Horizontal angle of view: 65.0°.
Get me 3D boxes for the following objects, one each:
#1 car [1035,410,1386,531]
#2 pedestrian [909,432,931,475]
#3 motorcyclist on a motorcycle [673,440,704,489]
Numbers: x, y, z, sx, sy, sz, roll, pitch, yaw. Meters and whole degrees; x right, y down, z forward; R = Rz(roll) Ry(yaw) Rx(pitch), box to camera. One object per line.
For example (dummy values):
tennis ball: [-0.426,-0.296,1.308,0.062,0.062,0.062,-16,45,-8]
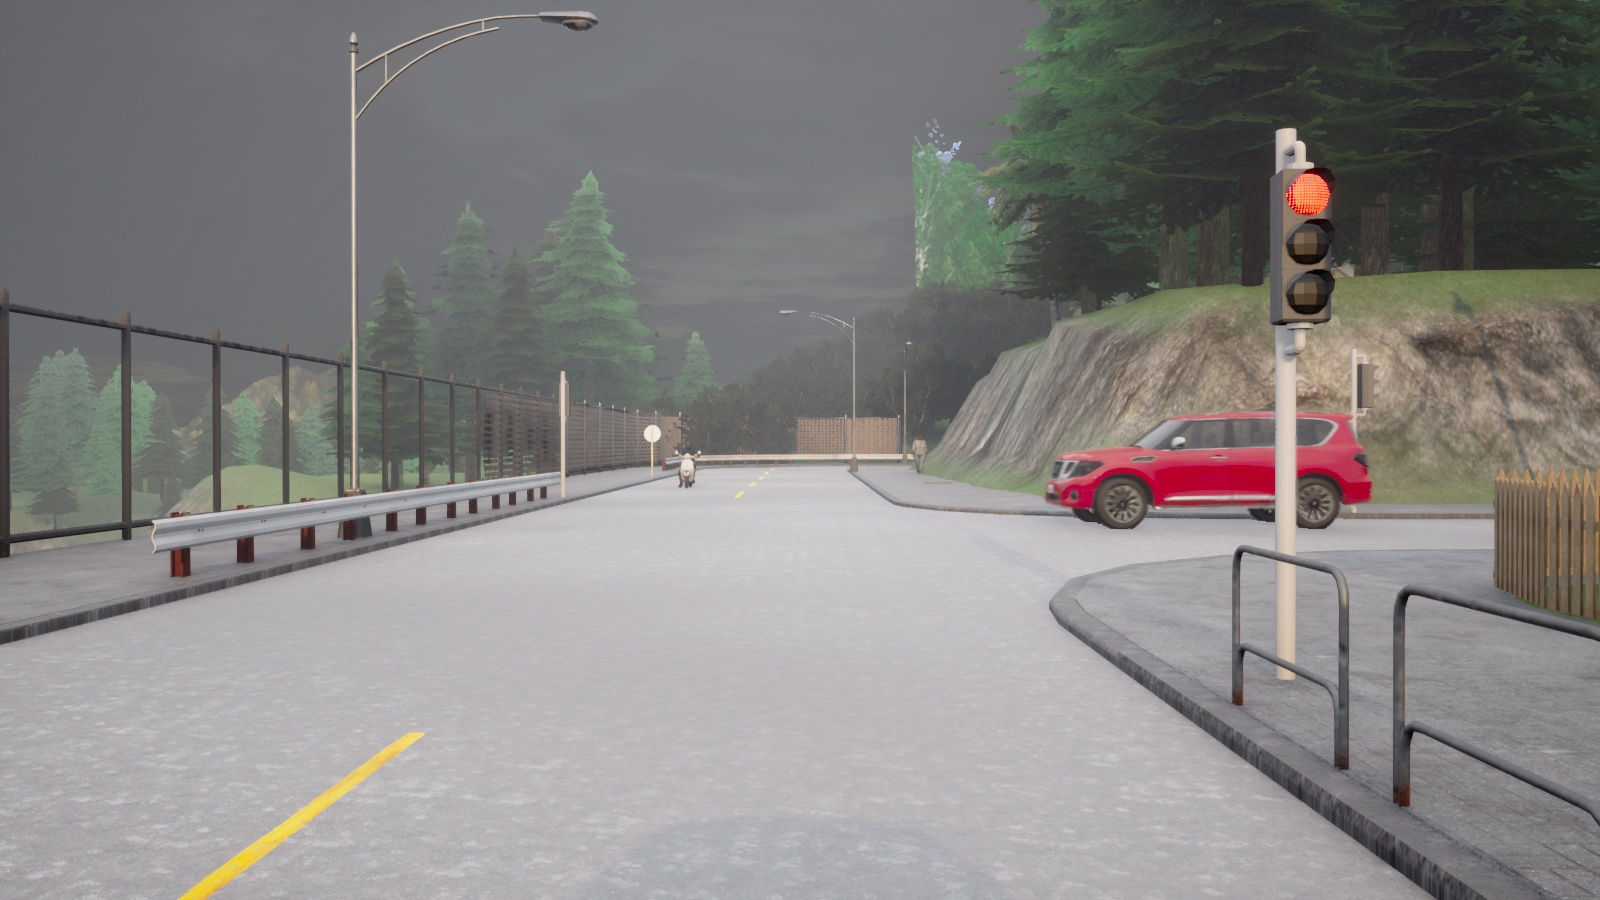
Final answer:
car: [7.185,0.345,22.425,5.566,2.045,2.150,0,0,0]
pedestrian: [5.219,0.152,54.592,0.874,1.855,0.900,0,0,-1]
motorcyclist on a motorcycle: [-3.707,0.461,41.817,0.866,1.590,1.817,0,0,0]
